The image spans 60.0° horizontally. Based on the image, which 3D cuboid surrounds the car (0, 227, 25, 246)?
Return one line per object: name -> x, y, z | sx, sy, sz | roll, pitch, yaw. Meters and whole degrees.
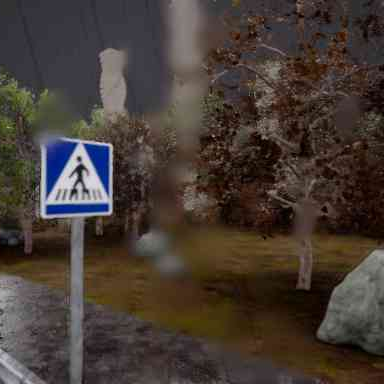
car -> -13.083, 2.790, 20.821 | 4.892, 1.521, 2.231 | 0, -4, -41
